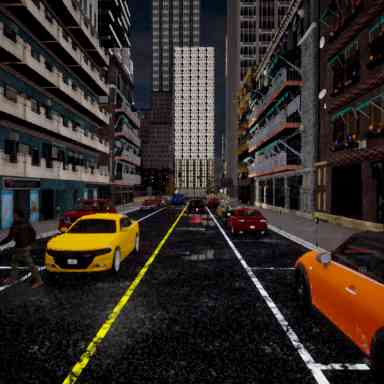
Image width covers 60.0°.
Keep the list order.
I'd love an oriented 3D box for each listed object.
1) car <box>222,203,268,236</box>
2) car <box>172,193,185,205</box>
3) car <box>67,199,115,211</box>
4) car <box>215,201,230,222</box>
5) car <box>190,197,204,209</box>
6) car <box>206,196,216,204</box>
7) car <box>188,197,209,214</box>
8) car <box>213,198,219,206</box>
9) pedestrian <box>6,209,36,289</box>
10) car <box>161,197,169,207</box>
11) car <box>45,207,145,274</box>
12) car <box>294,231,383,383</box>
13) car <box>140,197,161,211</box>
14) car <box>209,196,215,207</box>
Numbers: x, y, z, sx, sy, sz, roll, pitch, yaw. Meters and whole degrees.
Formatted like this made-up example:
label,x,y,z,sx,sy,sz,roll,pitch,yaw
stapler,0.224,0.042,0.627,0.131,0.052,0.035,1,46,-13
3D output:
label,x,y,z,sx,sy,sz,roll,pitch,yaw
car,2.916,1.543,18.122,1.887,1.381,4.507,-1,0,1
car,-2.329,1.224,57.144,2.150,2.045,5.566,0,0,1
car,-5.467,1.313,18.243,2.192,1.841,5.009,-1,0,1
car,2.987,1.549,23.645,2.008,1.369,4.403,-1,0,1
car,0.673,1.477,46.194,1.882,1.535,5.008,0,0,1
car,3.486,1.527,62.476,1.752,1.417,4.829,-1,0,1
car,0.554,1.503,35.875,1.837,1.490,4.892,0,0,1
car,3.060,1.523,29.338,1.752,1.417,4.829,-1,0,1
pedestrian,-3.974,1.293,7.736,0.375,1.860,0.375,-1,1,1
car,-5.039,1.440,51.382,1.967,1.590,4.097,-1,0,1
car,-2.963,1.476,10.826,1.882,1.535,5.008,0,0,1
car,3.062,1.351,4.846,2.097,1.767,4.553,0,0,1
car,-5.180,1.580,40.336,1.802,1.307,4.206,-1,0,1
car,3.342,1.544,51.260,1.887,1.381,4.507,-1,0,1
